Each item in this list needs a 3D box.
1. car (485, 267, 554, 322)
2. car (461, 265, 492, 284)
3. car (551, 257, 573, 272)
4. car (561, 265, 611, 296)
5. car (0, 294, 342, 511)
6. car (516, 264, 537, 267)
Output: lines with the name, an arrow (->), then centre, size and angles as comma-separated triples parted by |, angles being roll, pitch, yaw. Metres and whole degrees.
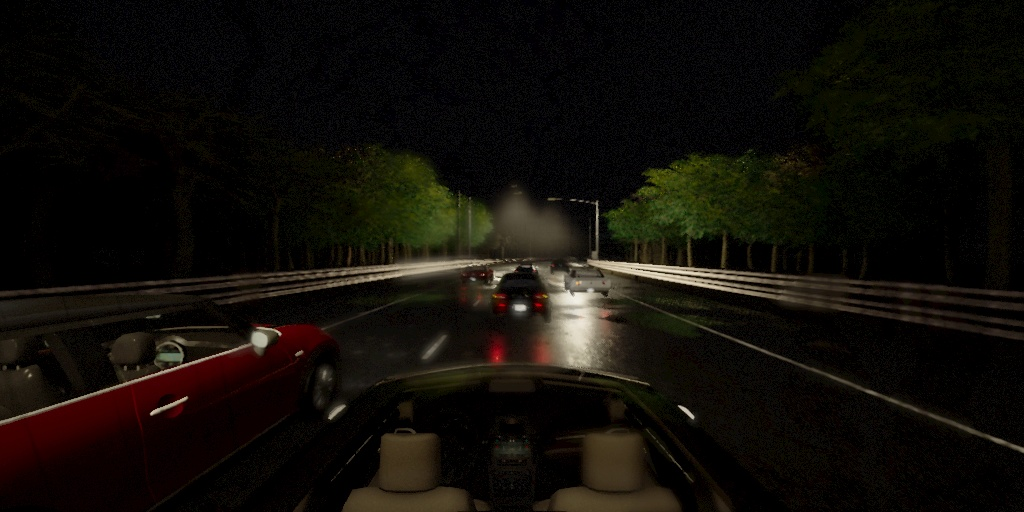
car -> 0.302, 1.276, 12.217 | 1.812, 1.442, 4.674 | 0, 0, 2
car -> -2.506, 1.346, 27.075 | 1.895, 1.301, 4.718 | 0, 0, 4
car -> 5.493, 1.080, 40.595 | 2.097, 1.767, 4.553 | 0, 0, 6
car -> 3.881, 1.334, 19.210 | 1.895, 1.301, 4.718 | 0, 0, 3
car -> -3.354, 1.099, 3.026 | 2.097, 1.767, 4.553 | 0, 0, 0
car -> 1.180, 1.312, 29.542 | 1.994, 1.385, 4.181 | 0, 0, 4
